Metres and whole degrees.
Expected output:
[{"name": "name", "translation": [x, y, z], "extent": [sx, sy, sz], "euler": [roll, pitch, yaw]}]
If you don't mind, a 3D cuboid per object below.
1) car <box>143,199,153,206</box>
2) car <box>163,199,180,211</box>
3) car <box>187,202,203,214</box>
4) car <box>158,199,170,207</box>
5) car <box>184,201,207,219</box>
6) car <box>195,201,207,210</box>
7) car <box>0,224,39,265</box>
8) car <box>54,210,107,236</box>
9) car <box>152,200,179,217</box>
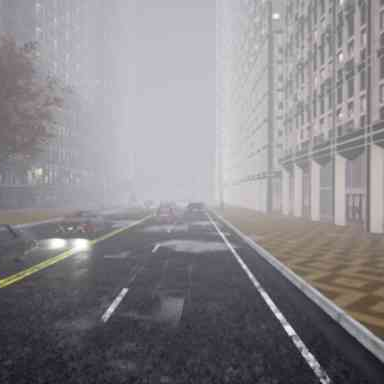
[{"name": "car", "translation": [-9.285, 2.304, 71.917], "extent": [1.882, 1.535, 5.008], "euler": [0, -1, 0]}, {"name": "car", "translation": [-2.851, 2.110, 47.958], "extent": [1.812, 1.442, 4.674], "euler": [0, -1, 1]}, {"name": "car", "translation": [0.378, 2.105, 44.853], "extent": [2.033, 1.411, 5.357], "euler": [0, -1, 1]}, {"name": "car", "translation": [-6.035, 2.362, 71.894], "extent": [2.128, 1.511, 4.902], "euler": [0, -1, 0]}, {"name": "car", "translation": [0.305, 1.772, 33.619], "extent": [2.097, 1.767, 4.553], "euler": [0, -1, 0]}, {"name": "car", "translation": [1.491, 2.211, 55.264], "extent": [1.812, 1.442, 4.674], "euler": [0, -1, 0]}, {"name": "car", "translation": [-6.549, 1.650, 9.827], "extent": [2.033, 1.411, 5.357], "euler": [0, -1, 1]}, {"name": "car", "translation": [-6.471, 1.791, 19.748], "extent": [1.994, 1.385, 4.181], "euler": [0, -1, 1]}, {"name": "car", "translation": [-2.914, 1.952, 37.814], "extent": [2.128, 1.511, 4.902], "euler": [0, -1, 0]}]
